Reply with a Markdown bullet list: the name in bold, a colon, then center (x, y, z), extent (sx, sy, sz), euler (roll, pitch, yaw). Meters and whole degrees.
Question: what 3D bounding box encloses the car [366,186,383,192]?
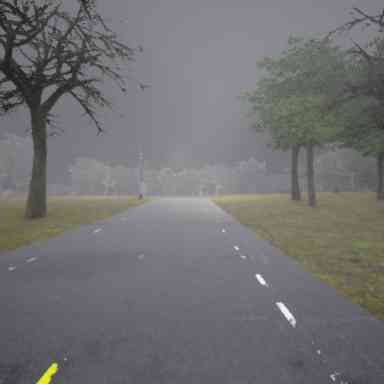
- **car**: center (45.280, -0.640, 81.823), extent (4.674, 1.442, 1.812), euler (-1, -2, -1)
